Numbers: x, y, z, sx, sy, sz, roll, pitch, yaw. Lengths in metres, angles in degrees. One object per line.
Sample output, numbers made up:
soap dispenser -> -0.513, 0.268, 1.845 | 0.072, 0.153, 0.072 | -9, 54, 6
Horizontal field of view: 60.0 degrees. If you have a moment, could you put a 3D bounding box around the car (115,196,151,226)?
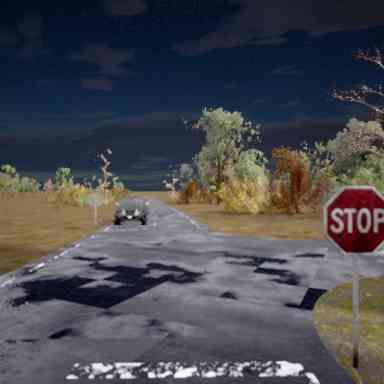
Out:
car -> -4.445, 1.374, 25.075 | 2.150, 2.045, 5.566 | 0, -1, -6

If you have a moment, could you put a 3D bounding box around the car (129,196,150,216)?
car -> -5.827, 1.441, 37.122 | 2.150, 2.045, 5.566 | 0, 0, -8
